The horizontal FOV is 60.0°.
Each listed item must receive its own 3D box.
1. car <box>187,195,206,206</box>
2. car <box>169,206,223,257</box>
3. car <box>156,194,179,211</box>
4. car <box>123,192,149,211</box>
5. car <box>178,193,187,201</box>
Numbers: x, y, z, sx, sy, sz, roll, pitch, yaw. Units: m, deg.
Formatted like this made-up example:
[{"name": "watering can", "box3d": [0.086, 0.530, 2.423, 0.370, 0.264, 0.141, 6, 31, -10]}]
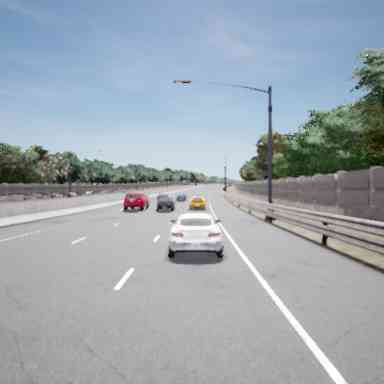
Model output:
[{"name": "car", "box3d": [0.708, 1.274, 40.898, 1.882, 1.535, 5.008, 0, 1, 2]}, {"name": "car", "box3d": [0.140, 1.501, 12.742, 1.812, 1.442, 4.674, 0, 0, 1]}, {"name": "car", "box3d": [-2.884, 1.346, 37.929, 1.837, 1.490, 4.892, 0, 0, 2]}, {"name": "car", "box3d": [-6.377, 1.059, 38.458, 2.150, 2.045, 5.566, 0, 0, 2]}, {"name": "car", "box3d": [-1.921, 0.920, 62.407, 2.033, 1.411, 5.357, 0, 1, 3]}]
